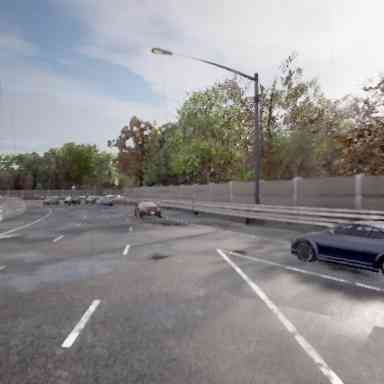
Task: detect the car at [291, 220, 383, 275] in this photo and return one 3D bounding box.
[{"bbox_3d":[5.013,1.534,9.842,1.994,1.385,4.181,0,0,-32],"label":"car"}]

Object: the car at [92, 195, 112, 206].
[{"bbox_3d":[-14.734,1.659,55.299,1.994,1.385,4.181,0,0,-29],"label":"car"}]

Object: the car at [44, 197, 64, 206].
[{"bbox_3d":[-24.587,1.655,58.134,2.128,1.511,4.902,0,0,-35],"label":"car"}]

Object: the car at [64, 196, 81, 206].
[{"bbox_3d":[-21.654,1.500,60.044,2.097,1.767,4.553,0,0,-35],"label":"car"}]

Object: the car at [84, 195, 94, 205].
[{"bbox_3d":[-18.417,1.623,61.600,1.837,1.490,4.892,0,0,-35],"label":"car"}]

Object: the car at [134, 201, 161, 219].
[{"bbox_3d":[-3.963,1.550,29.577,1.812,1.442,4.674,0,0,-18],"label":"car"}]
